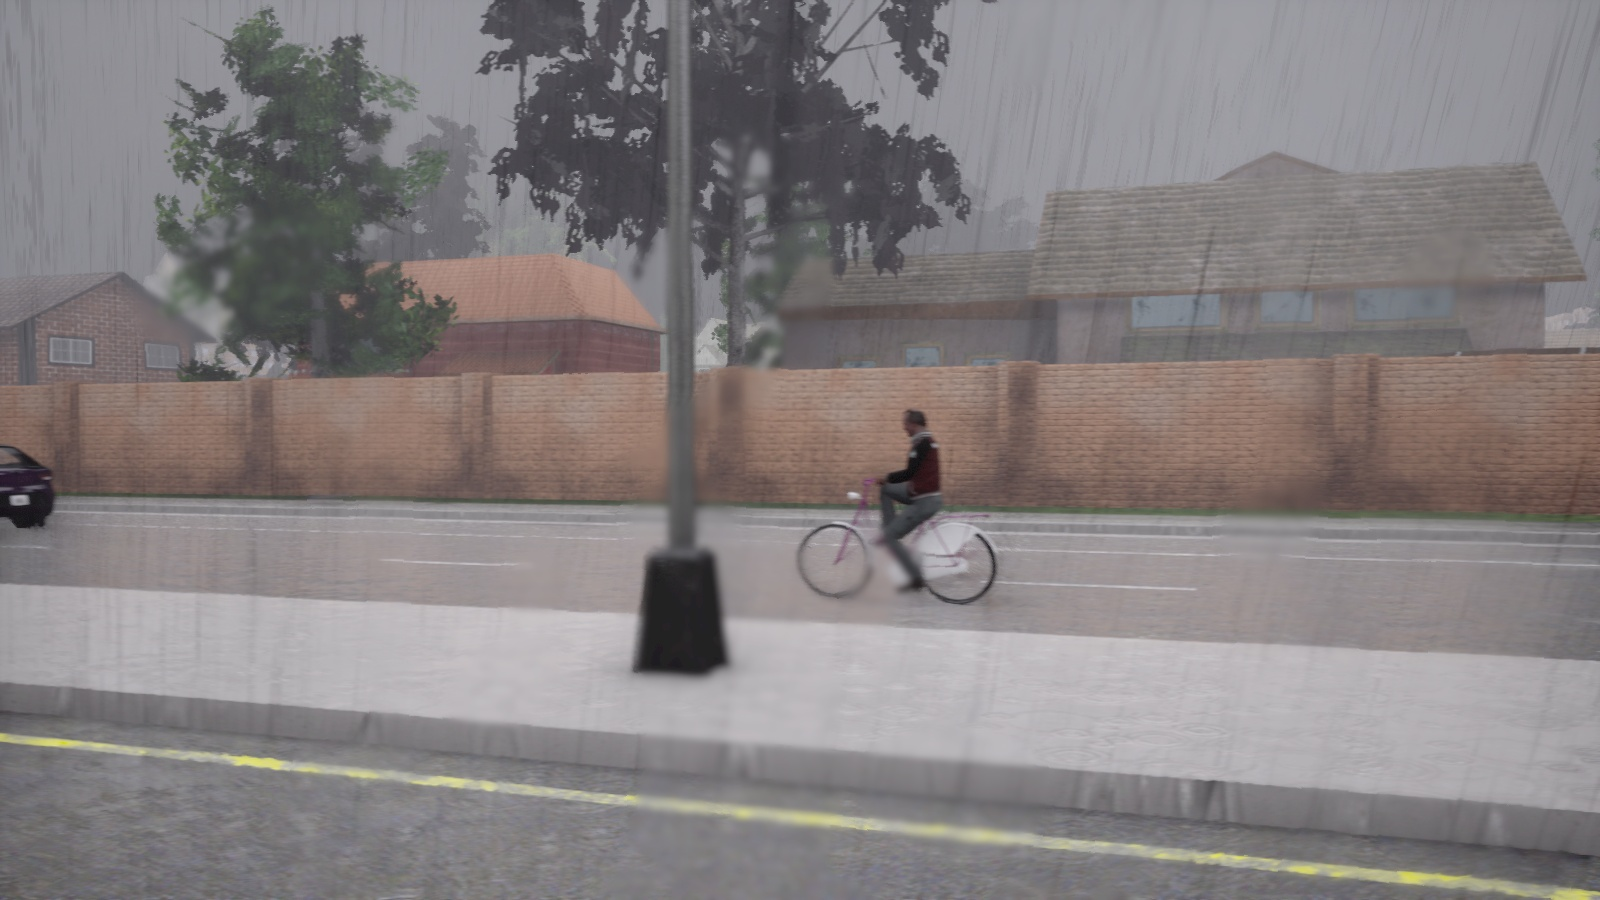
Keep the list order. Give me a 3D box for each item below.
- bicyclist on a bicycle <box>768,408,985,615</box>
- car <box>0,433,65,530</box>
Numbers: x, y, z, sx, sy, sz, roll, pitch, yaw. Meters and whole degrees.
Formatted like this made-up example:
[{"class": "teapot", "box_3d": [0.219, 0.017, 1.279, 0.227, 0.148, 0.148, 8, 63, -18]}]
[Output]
[{"class": "bicyclist on a bicycle", "box_3d": [0.695, 0.517, 11.397, 1.843, 1.776, 0.659, 1, 1, 19]}, {"class": "car", "box_3d": [-14.153, 0.465, 20.087, 4.193, 1.474, 1.816, 1, 1, 19]}]
